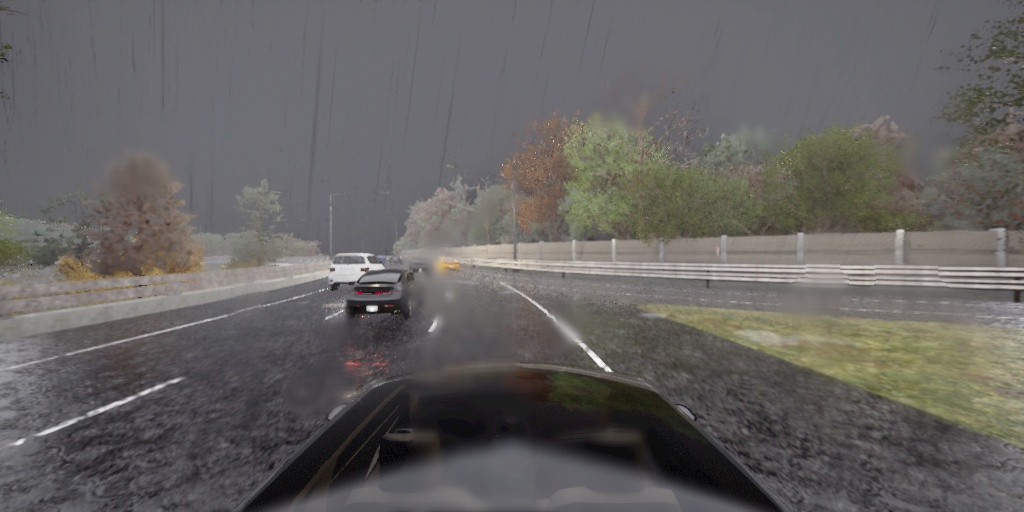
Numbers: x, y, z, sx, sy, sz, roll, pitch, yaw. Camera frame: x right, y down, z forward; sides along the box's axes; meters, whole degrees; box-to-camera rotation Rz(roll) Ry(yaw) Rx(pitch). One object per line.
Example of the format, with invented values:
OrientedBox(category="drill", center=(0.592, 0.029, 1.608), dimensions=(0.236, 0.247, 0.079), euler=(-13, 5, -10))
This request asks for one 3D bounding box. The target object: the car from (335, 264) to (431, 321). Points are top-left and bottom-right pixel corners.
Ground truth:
OrientedBox(category="car", center=(-4.101, 1.192, 12.312), dimensions=(1.837, 1.490, 4.892), euler=(0, 0, -6))

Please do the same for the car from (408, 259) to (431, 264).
OrientedBox(category="car", center=(-8.834, 1.054, 34.351), dimensions=(1.837, 1.490, 4.892), euler=(0, 0, -18))

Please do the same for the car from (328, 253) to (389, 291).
OrientedBox(category="car", center=(-9.004, 0.861, 21.194), dimensions=(2.150, 2.045, 5.566), euler=(0, 0, -10))

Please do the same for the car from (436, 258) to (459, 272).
OrientedBox(category="car", center=(-7.248, 0.983, 40.180), dimensions=(1.882, 1.535, 5.008), euler=(0, 0, -20))
